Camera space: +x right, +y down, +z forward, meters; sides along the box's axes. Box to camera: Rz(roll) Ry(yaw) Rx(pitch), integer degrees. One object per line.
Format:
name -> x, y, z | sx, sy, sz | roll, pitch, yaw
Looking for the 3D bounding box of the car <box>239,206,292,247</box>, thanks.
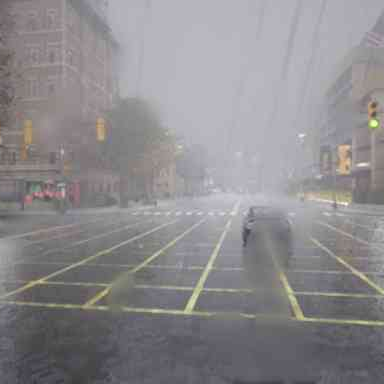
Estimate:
car -> 3.119, 1.370, 14.429 | 2.128, 1.511, 4.902 | 0, 0, 9
